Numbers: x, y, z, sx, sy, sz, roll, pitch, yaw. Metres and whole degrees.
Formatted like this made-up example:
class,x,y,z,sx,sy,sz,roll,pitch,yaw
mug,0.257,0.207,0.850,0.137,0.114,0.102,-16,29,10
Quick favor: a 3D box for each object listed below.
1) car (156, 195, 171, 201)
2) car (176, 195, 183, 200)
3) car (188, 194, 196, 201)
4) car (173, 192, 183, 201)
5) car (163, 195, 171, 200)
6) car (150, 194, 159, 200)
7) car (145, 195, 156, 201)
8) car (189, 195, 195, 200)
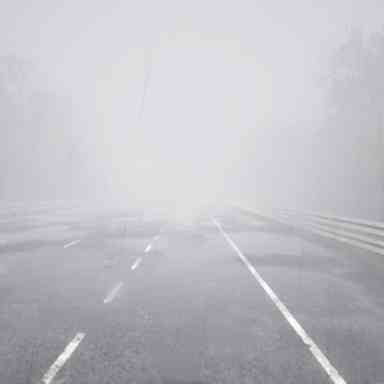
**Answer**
class,x,y,z,sx,sy,sz,roll,pitch,yaw
car,-6.968,1.424,82.548,2.033,1.411,5.357,0,0,0
car,-3.464,1.488,92.974,1.837,1.490,4.892,0,0,0
car,0.031,1.240,82.931,2.097,1.767,4.553,0,0,0
car,-3.468,1.109,82.577,2.150,2.045,5.566,0,0,0
car,-6.965,1.528,92.976,2.033,1.411,5.357,0,0,0
car,-10.465,1.466,92.977,1.882,1.535,5.008,0,0,0
car,-10.469,1.480,82.996,1.895,1.301,4.718,0,0,0
car,0.035,1.488,92.973,1.837,1.490,4.892,0,0,0
